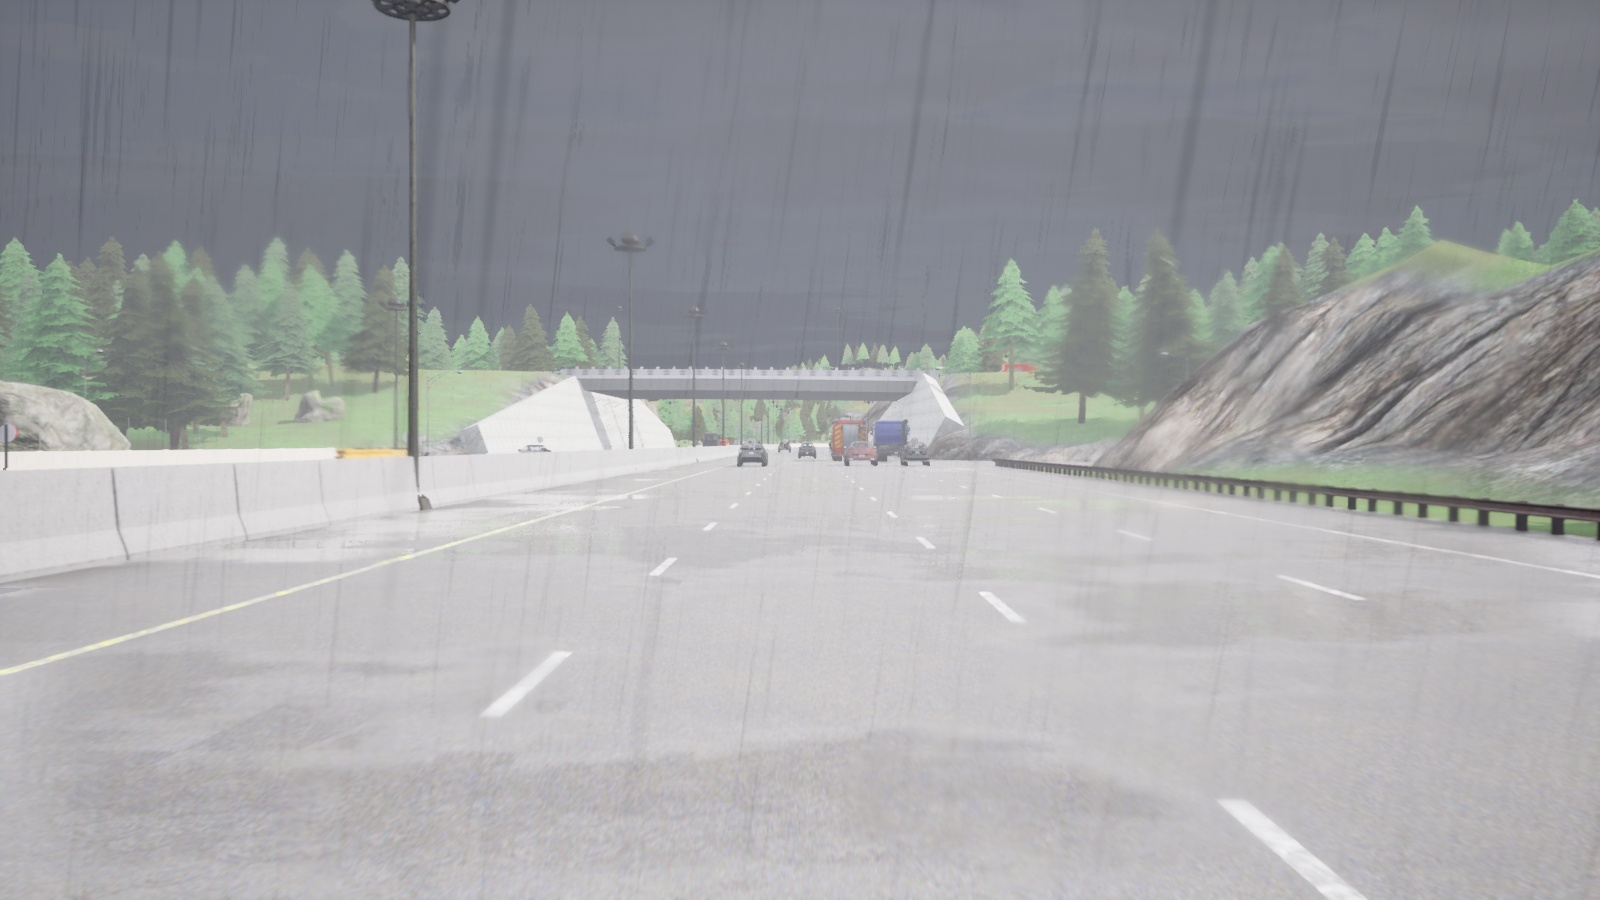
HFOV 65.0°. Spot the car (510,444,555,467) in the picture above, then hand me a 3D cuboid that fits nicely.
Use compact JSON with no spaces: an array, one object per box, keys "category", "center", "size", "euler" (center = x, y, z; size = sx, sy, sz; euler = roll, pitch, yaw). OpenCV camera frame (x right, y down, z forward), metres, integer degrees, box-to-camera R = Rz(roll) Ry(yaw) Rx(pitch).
[{"category":"car","center":[-17.030,0.345,80.101],"size":[1.994,1.385,4.181],"euler":[0,0,0]}]

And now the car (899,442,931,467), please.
[{"category":"car","center":[7.481,0.270,81.933],"size":[1.789,1.549,3.705],"euler":[0,1,0]}]

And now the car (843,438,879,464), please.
[{"category":"car","center":[3.988,0.060,83.093],"size":[2.152,1.651,5.027],"euler":[0,0,0]}]

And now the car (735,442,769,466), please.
[{"category":"car","center":[-3.028,0.238,80.380],"size":[2.007,1.525,4.514],"euler":[0,0,0]}]
